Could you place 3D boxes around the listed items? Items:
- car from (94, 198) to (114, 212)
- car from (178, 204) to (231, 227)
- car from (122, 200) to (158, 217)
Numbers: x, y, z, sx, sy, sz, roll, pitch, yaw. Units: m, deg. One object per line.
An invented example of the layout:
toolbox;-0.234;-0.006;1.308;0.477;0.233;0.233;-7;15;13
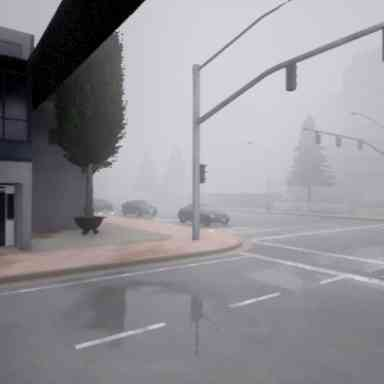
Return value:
car;-11.106;1.548;40.221;1.837;1.490;4.892;0;0;-36
car;0.741;1.568;23.745;1.812;1.442;4.674;0;0;-36
car;-5.067;1.534;31.807;2.128;1.511;4.902;0;0;-36
